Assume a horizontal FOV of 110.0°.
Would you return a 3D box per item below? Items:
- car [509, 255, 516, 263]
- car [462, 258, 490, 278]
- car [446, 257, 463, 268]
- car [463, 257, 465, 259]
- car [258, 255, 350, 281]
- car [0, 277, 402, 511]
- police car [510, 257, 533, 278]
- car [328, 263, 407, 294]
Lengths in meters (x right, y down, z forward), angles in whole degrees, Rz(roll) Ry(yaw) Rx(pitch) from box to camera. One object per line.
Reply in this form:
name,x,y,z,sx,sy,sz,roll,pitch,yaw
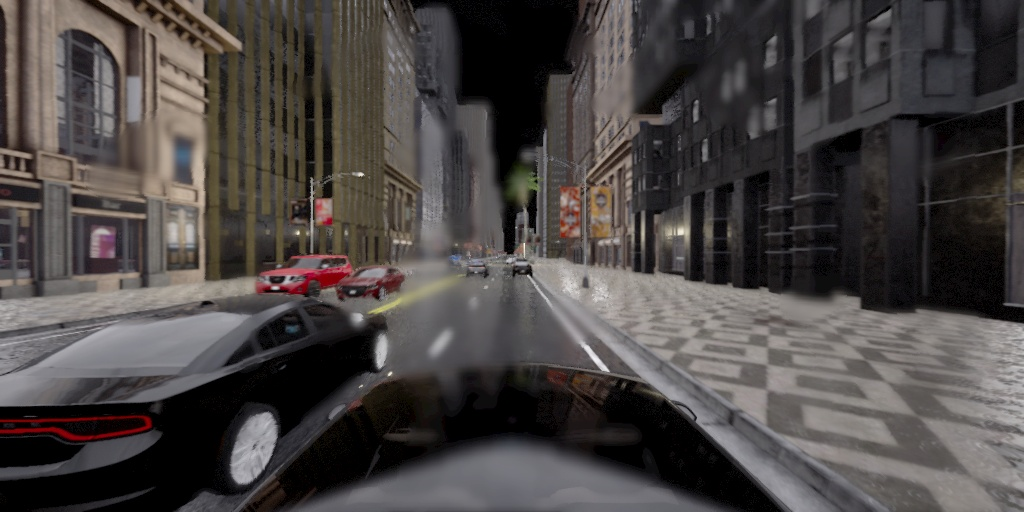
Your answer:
car,0.975,1.070,44.377,2.097,1.767,4.553,0,0,0
car,-3.149,1.222,34.104,2.128,1.511,4.902,0,0,0
car,-9.772,1.245,60.914,2.033,1.411,5.357,0,0,1
car,-6.535,1.177,59.449,1.882,1.535,5.008,0,0,1
car,-9.850,0.965,17.680,2.150,2.045,5.566,0,0,0
car,-3.150,1.227,4.527,1.882,1.535,5.008,0,0,0
police car,0.976,1.154,34.517,1.930,1.638,5.238,0,0,0
car,-6.598,1.222,17.367,1.882,1.535,5.008,0,0,0
